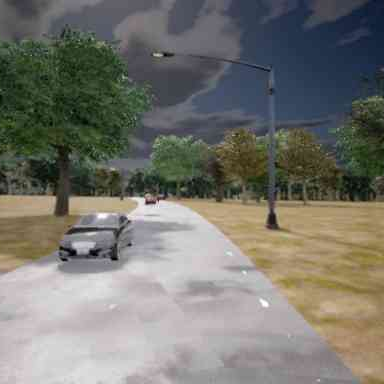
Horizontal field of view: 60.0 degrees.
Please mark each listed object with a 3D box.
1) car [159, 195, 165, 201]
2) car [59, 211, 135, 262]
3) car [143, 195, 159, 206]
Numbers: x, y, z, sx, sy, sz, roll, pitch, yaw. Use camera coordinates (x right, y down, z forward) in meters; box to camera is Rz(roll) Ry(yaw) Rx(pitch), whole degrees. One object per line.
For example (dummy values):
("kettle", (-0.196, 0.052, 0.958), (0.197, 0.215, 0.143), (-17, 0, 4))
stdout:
("car", (-7.855, 1.419, 83.593), (1.882, 1.535, 5.008), (0, 0, -12))
("car", (-3.284, 1.479, 12.224), (2.128, 1.511, 4.902), (0, 0, -2))
("car", (-6.918, 1.576, 55.431), (1.895, 1.301, 4.718), (0, 0, -8))
